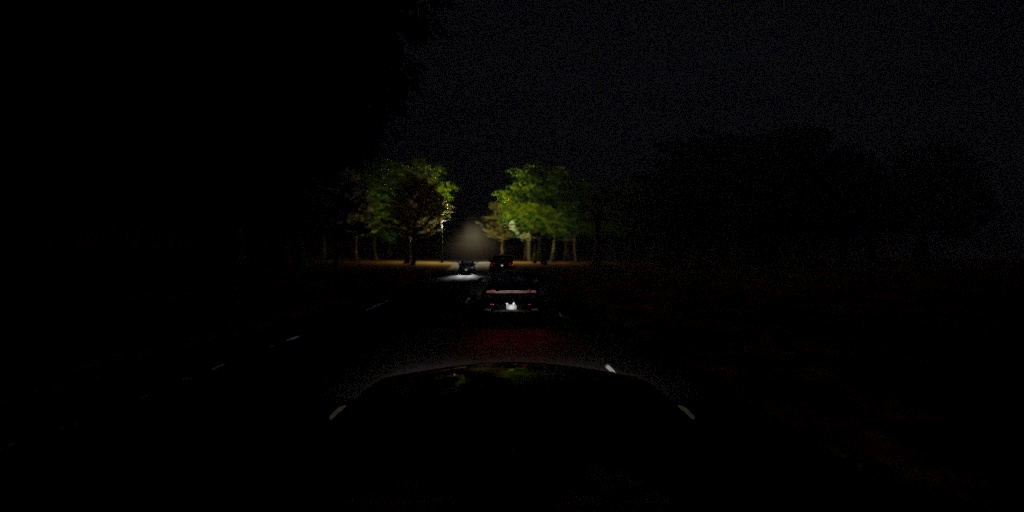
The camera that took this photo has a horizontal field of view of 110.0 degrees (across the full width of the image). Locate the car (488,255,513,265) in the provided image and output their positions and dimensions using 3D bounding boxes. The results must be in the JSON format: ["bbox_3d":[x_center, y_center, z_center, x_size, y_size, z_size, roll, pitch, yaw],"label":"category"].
[{"bbox_3d":[-1.045,0.923,34.276,2.150,2.045,5.566,0,0,-4],"label":"car"}]

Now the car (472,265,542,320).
[{"bbox_3d":[-0.071,1.232,12.559,2.128,1.511,4.902,0,0,-1],"label":"car"}]

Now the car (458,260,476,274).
[{"bbox_3d":[-5.146,1.220,41.246,2.128,1.511,4.902,0,0,-5],"label":"car"}]
